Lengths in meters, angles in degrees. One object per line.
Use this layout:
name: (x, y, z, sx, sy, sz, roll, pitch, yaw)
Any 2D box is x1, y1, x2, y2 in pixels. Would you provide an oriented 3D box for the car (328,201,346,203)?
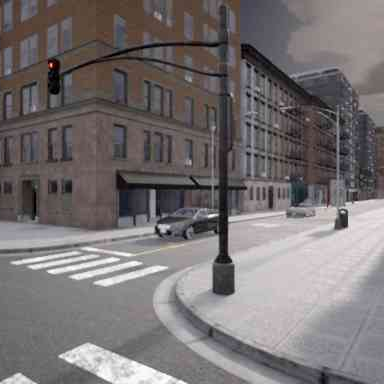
car: (19.863, 1.432, 45.669, 1.994, 1.385, 4.181, 0, 0, 35)

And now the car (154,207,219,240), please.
car: (0.007, 1.580, 17.690, 2.128, 1.511, 4.902, 0, 0, 34)

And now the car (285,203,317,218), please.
car: (10.884, 1.789, 33.090, 1.895, 1.301, 4.718, 0, 0, 35)
